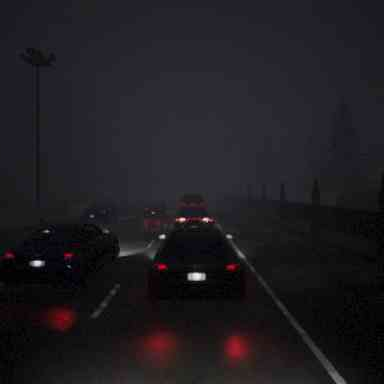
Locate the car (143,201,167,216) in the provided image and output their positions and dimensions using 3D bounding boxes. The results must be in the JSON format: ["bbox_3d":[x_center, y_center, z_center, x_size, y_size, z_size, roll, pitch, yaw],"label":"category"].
[{"bbox_3d":[-3.402,1.536,31.588,1.895,1.301,4.718,0,0,0],"label":"car"}]

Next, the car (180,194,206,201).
[{"bbox_3d":[0.095,1.163,29.778,2.150,2.045,5.566,0,0,0],"label":"car"}]

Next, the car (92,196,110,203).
[{"bbox_3d":[-17.636,1.423,64.779,2.033,1.411,5.357,0,0,-2],"label":"car"}]

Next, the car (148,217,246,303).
[{"bbox_3d":[0.096,1.547,8.209,1.994,1.385,4.181,0,0,0],"label":"car"}]

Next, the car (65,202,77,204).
[{"bbox_3d":[-14.103,1.470,37.810,2.033,1.411,5.357,0,0,0],"label":"car"}]

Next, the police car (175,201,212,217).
[{"bbox_3d":[0.099,1.466,17.625,2.038,1.542,4.974,0,0,0],"label":"police car"}]

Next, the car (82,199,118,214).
[{"bbox_3d":[-6.902,1.474,25.247,1.812,1.442,4.674,0,0,0],"label":"car"}]

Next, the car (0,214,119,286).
[{"bbox_3d":[-3.401,1.545,9.339,1.994,1.385,4.181,0,0,0],"label":"car"}]

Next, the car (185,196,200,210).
[{"bbox_3d":[0.098,1.369,43.204,1.801,1.575,5.366,0,0,0],"label":"car"}]
